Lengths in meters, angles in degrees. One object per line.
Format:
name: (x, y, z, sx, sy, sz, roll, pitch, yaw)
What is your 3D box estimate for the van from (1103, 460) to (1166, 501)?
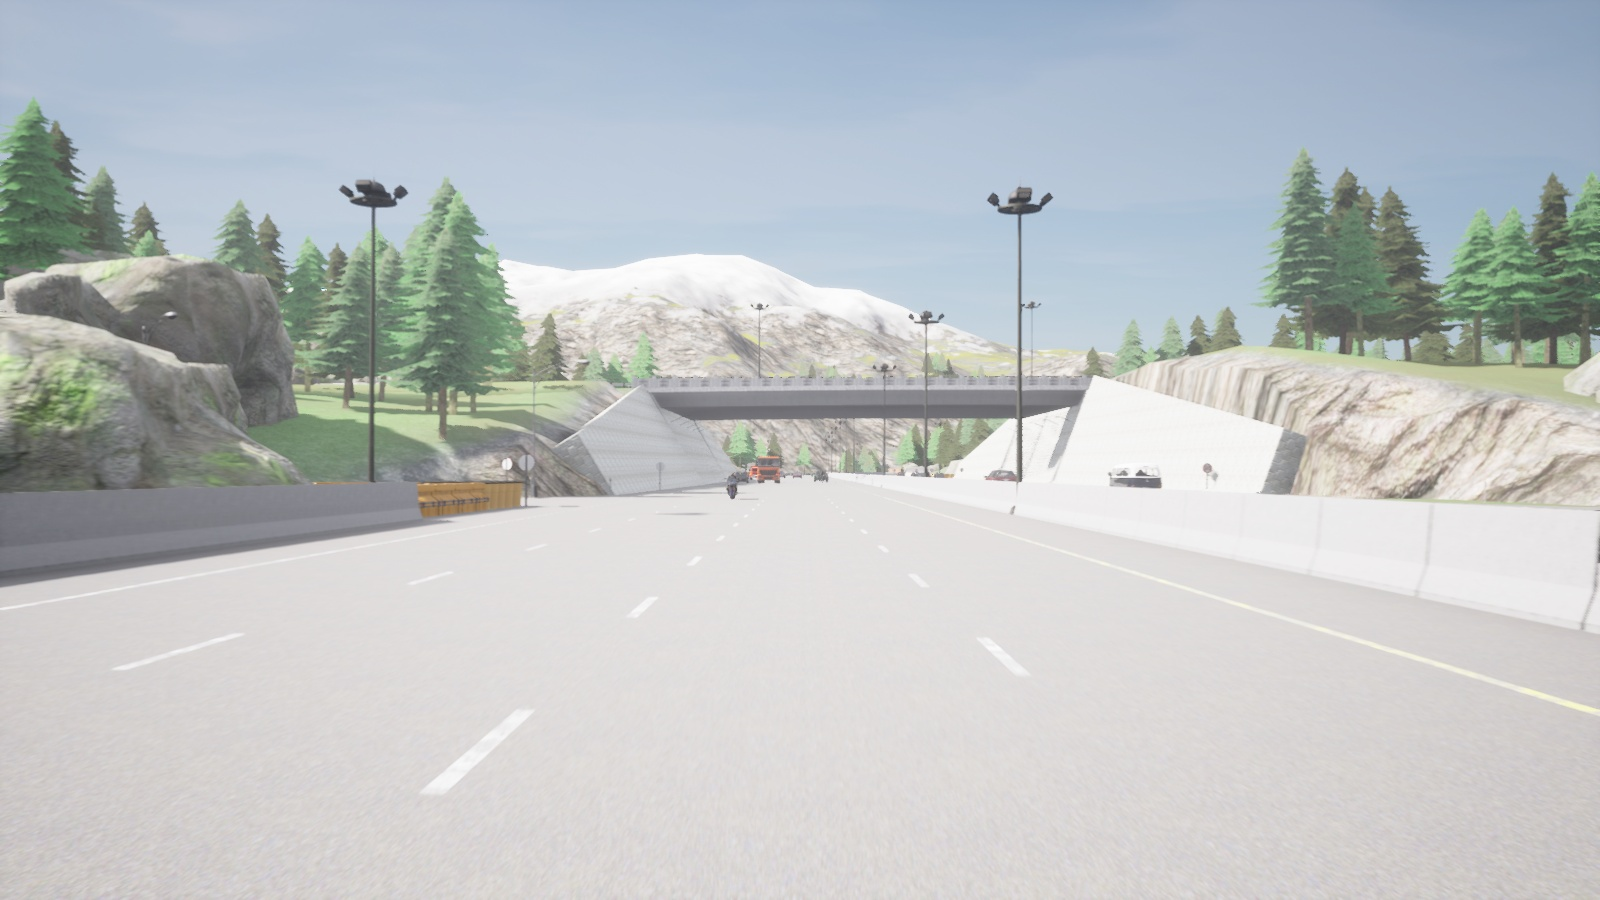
van: (17.341, 1.562, 65.312, 2.069, 2.038, 4.480, 0, -1, 0)

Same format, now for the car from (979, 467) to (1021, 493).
car: (13.789, 2.068, 86.825, 2.097, 1.767, 4.553, 0, -1, 0)

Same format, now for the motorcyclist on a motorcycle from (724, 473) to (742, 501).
motorcyclist on a motorcycle: (-3.666, 2.012, 68.737, 0.866, 1.530, 2.191, 0, -1, 0)
